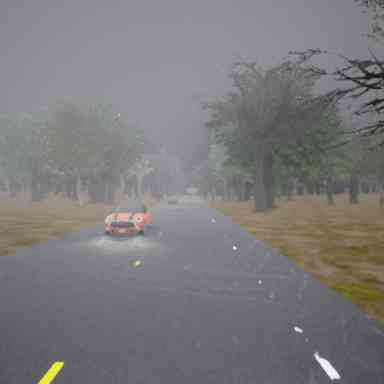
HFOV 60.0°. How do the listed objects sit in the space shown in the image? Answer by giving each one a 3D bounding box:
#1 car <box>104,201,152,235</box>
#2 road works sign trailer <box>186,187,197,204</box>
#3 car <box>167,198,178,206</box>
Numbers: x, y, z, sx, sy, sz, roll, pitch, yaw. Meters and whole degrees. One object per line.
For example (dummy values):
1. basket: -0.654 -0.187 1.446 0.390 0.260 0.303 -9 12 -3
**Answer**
1. car: -3.595 1.424 19.369 2.097 1.767 4.553 0 0 0
2. road works sign trailer: -0.002 0.762 74.179 2.380 3.560 2.880 0 0 0
3. car: -3.506 1.788 61.467 2.033 1.411 5.357 0 0 1
